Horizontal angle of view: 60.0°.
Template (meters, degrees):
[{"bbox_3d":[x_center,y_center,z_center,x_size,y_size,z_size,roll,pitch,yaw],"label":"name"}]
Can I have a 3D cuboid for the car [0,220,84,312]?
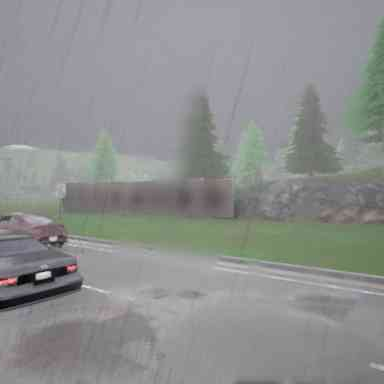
[{"bbox_3d":[-4.698,1.550,7.483,5.357,1.411,2.033,0,0,36],"label":"car"}]

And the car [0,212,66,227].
[{"bbox_3d":[-6.899,1.532,13.490,4.674,1.442,1.812,0,0,37],"label":"car"}]
